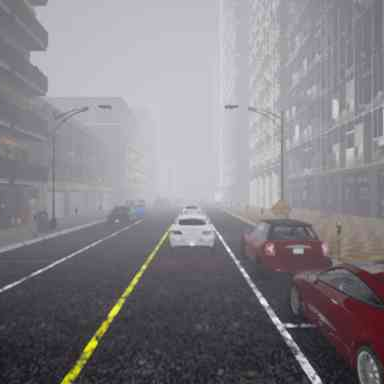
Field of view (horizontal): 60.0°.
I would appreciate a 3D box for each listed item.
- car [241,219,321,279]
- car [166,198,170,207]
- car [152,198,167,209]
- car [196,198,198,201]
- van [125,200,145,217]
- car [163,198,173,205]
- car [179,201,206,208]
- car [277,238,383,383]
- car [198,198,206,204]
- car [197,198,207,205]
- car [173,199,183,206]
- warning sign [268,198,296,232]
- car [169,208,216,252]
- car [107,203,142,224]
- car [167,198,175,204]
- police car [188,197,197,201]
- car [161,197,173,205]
[{"bbox_3d":[2.699,1.538,10.366,1.967,1.590,4.097,0,-1,0],"label":"car"},{"bbox_3d":[-5.635,2.165,61.208,1.802,1.307,4.206,0,-1,0],"label":"car"},{"bbox_3d":[-5.641,2.108,55.560,1.802,1.307,4.206,0,-1,0],"label":"car"},{"bbox_3d":[2.765,2.250,83.795,1.967,1.590,4.097,0,-1,0],"label":"car"},{"bbox_3d":[-5.661,1.651,32.969,1.690,1.788,3.998,0,-1,0],"label":"van"},{"bbox_3d":[-5.620,2.193,78.155,1.967,1.590,4.097,0,-1,0],"label":"car"},{"bbox_3d":[0.033,1.802,29.376,1.812,1.442,4.674,0,0,0],"label":"car"},{"bbox_3d":[2.694,1.627,4.718,1.802,1.307,4.206,0,-1,0],"label":"car"},{"bbox_3d":[2.770,2.418,89.443,2.008,1.369,4.403,0,-1,0],"label":"car"},{"bbox_3d":[2.760,2.280,78.316,1.752,1.417,4.829,0,-1,0],"label":"car"},{"bbox_3d":[-2.936,2.208,71.764,1.812,1.442,4.674,0,-1,0],"label":"car"},{"bbox_3d":[5.084,1.294,18.957,1.300,1.860,1.060,0,-1,0],"label":"warning sign"},{"bbox_3d":[0.019,1.662,14.396,1.812,1.442,4.674,0,0,0],"label":"car"},{"bbox_3d":[-5.666,1.823,27.318,1.947,1.339,4.313,0,-1,0],"label":"car"},{"bbox_3d":[-5.610,2.418,89.449,2.008,1.369,4.403,0,-1,0],"label":"car"},{"bbox_3d":[0.328,2.287,88.944,1.930,1.638,5.238,0,-1,-18],"label":"police car"},{"bbox_3d":[-5.631,1.955,66.859,2.192,1.841,5.009,0,-1,0],"label":"car"}]
